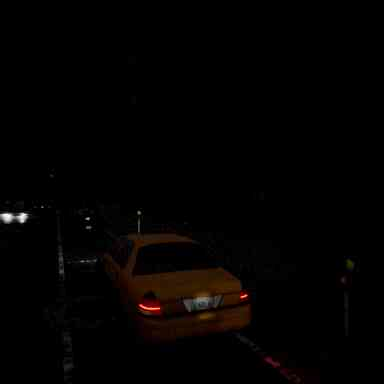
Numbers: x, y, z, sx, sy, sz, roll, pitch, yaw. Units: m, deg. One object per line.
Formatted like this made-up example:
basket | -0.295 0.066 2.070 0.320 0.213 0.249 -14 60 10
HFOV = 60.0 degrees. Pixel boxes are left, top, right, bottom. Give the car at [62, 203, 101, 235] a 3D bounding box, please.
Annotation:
car | -6.037 1.551 18.756 2.008 1.369 4.403 0 0 -22

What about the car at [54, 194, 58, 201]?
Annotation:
car | -31.263 1.469 79.729 1.967 1.590 4.097 0 0 -23

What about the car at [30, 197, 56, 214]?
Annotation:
car | -15.786 1.548 35.310 2.033 1.411 5.357 0 0 -22

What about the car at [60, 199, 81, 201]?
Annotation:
car | -10.216 1.567 28.982 1.947 1.339 4.313 0 0 -22

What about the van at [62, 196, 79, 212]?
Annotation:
van | -14.395 1.342 39.209 1.690 1.788 3.998 0 0 -22

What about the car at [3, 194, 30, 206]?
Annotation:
car | -21.242 1.250 40.475 1.895 1.301 4.718 0 0 -22

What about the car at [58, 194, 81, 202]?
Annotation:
car | -12.305 1.316 34.096 2.192 1.841 5.009 0 0 -22

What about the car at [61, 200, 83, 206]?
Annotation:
car | -8.126 1.551 23.869 2.008 1.369 4.403 0 0 -22

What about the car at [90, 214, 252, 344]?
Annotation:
car | -0.831 1.457 6.788 1.801 1.575 5.366 0 0 -22

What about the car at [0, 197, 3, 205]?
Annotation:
car | -31.357 1.497 55.611 4.902 1.511 2.128 0 0 12
